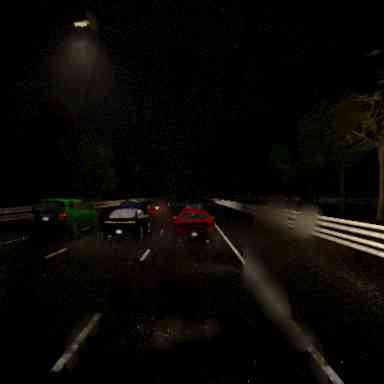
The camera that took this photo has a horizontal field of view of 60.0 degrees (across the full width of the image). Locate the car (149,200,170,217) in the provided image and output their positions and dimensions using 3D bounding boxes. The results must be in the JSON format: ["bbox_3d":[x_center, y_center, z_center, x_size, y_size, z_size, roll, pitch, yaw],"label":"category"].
[{"bbox_3d":[-3.405,1.657,34.685,2.097,1.767,4.553,0,0,0],"label":"car"}]

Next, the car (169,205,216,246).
[{"bbox_3d":[0.098,1.625,16.251,1.882,1.535,5.008,0,0,0],"label":"car"}]

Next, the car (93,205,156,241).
[{"bbox_3d":[-3.402,1.653,17.891,2.128,1.511,4.902,0,0,0],"label":"car"}]

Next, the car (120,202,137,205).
[{"bbox_3d":[-6.906,1.797,36.444,1.882,1.535,5.008,0,0,0],"label":"car"}]

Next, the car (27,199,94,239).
[{"bbox_3d":[-6.903,1.386,18.372,2.150,2.045,5.566,0,-1,0],"label":"car"}]
